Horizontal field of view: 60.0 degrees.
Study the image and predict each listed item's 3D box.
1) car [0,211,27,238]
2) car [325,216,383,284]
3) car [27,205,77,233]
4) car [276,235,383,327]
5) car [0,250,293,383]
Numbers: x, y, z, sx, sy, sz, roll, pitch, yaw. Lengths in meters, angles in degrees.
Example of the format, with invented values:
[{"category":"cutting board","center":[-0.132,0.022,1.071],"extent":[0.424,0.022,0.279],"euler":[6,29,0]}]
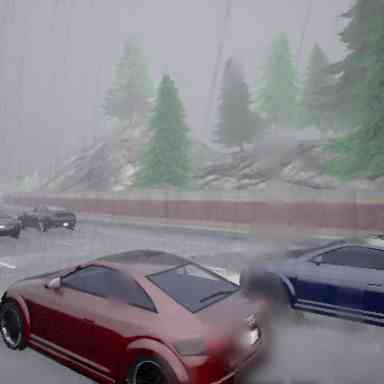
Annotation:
[{"category":"car","center":[-10.390,1.603,16.849],"extent":[4.181,1.385,1.994],"euler":[0,0,42]},{"category":"car","center":[6.136,1.504,8.354],"extent":[4.892,1.490,1.837],"euler":[0,0,34]},{"category":"car","center":[-8.820,1.545,20.121],"extent":[4.892,1.490,1.837],"euler":[0,0,42]},{"category":"car","center":[3.021,1.566,6.260],"extent":[4.181,1.385,1.994],"euler":[0,0,34]},{"category":"car","center":[-0.979,1.571,4.803],"extent":[4.181,1.385,1.994],"euler":[0,0,36]}]
